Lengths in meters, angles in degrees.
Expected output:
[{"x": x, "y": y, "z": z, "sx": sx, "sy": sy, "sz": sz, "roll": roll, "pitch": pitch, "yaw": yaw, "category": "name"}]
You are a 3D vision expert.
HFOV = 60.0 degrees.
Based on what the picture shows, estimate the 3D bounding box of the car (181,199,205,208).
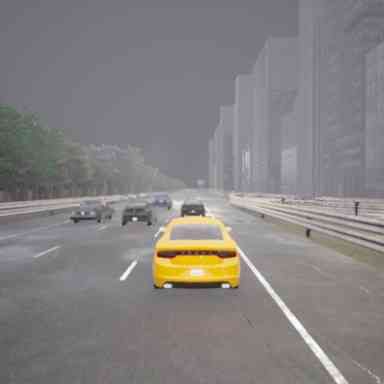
[{"x": 0.084, "y": 1.288, "z": 27.419, "sx": 1.882, "sy": 1.535, "sz": 5.008, "roll": 0, "pitch": 0, "yaw": 0, "category": "car"}]

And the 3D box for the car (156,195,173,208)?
[{"x": -3.420, "y": 1.090, "z": 38.973, "sx": 2.097, "sy": 1.767, "sz": 4.553, "roll": 0, "pitch": 0, "yaw": 0, "category": "car"}]

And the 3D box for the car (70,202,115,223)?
[{"x": -6.914, "y": 1.385, "z": 23.552, "sx": 2.033, "sy": 1.411, "sz": 5.357, "roll": 0, "pitch": 0, "yaw": 0, "category": "car"}]

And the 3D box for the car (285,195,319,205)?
[{"x": 13.251, "y": 1.152, "z": 40.476, "sx": 2.097, "sy": 1.767, "sz": 4.553, "roll": 0, "pitch": 1, "yaw": -17, "category": "car"}]

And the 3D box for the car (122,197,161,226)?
[{"x": -3.410, "y": 1.350, "z": 22.251, "sx": 1.837, "sy": 1.490, "sz": 4.892, "roll": 0, "pitch": 0, "yaw": 0, "category": "car"}]

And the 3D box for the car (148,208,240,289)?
[{"x": 0.095, "y": 1.412, "z": 8.988, "sx": 1.882, "sy": 1.535, "sz": 5.008, "roll": 0, "pitch": 0, "yaw": 0, "category": "car"}]
